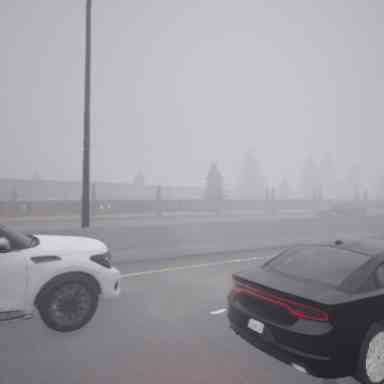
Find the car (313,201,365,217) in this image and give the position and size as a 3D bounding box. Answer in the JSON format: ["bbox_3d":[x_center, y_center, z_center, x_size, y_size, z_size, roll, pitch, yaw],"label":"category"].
[{"bbox_3d":[13.097,1.593,29.632,4.892,1.490,1.837,0,0,-19],"label":"car"}]

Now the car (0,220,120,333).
[{"bbox_3d":[-3.958,1.205,5.131,5.566,2.045,2.150,0,0,-35],"label":"car"}]

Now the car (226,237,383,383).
[{"bbox_3d":[2.876,1.486,5.372,5.008,1.535,1.882,0,0,-32],"label":"car"}]
